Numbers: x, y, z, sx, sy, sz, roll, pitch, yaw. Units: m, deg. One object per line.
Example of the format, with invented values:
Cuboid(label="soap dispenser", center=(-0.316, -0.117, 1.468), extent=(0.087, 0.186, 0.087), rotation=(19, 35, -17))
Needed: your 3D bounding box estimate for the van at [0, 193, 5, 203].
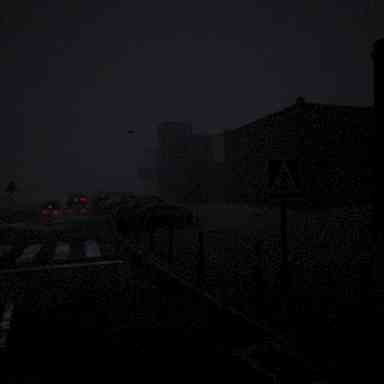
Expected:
Cuboid(label="van", center=(-37.088, 1.238, 60.159), extent=(4.442, 1.987, 1.878), rotation=(-1, 0, -19))

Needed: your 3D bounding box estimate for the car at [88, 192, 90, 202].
Cuboid(label="car", center=(-13.926, 0.987, 54.520), extent=(5.566, 2.045, 2.435), rotation=(-1, 1, -19))

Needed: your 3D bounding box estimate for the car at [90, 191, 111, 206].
Cuboid(label="car", center=(-9.436, 1.071, 41.369), extent=(5.566, 2.045, 2.435), rotation=(-1, 1, -19))

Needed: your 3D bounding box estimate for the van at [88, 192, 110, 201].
Cuboid(label="van", center=(-20.347, 0.944, 72.884), extent=(4.442, 1.987, 1.878), rotation=(-1, 0, -19))

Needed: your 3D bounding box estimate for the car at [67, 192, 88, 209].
Cuboid(label="car", center=(-15.565, 1.089, 44.785), extent=(2.150, 2.045, 5.566), rotation=(-1, 0, -18))

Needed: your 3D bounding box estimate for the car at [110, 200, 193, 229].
Cuboid(label="car", center=(-2.344, 1.453, 20.423), extent=(4.792, 1.488, 2.163), rotation=(-1, 0, -19))

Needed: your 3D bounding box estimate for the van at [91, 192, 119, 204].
Cuboid(label="van", center=(-14.961, 1.000, 57.105), extent=(4.442, 1.987, 1.878), rotation=(-1, 0, -19))

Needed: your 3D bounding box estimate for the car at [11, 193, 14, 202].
Cuboid(label="car", center=(-39.828, 1.449, 67.833), extent=(4.892, 1.521, 2.231), rotation=(-1, 0, -19))

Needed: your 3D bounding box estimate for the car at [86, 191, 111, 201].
Cuboid(label="car", center=(-22.059, 0.907, 78.172), extent=(5.566, 2.045, 2.435), rotation=(-1, 0, -19))

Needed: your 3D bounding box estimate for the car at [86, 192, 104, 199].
Cuboid(label="car", center=(-26.548, 1.028, 91.324), extent=(4.553, 1.767, 2.185), rotation=(-1, 0, -19))

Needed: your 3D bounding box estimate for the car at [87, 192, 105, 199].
Cuboid(label="car", center=(-25.650, 1.027, 88.693), extent=(4.553, 1.767, 2.185), rotation=(-1, 0, -19))

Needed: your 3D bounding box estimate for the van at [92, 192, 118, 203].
Cuboid(label="van", center=(-15.637, 0.986, 59.809), extent=(4.442, 1.987, 1.878), rotation=(-1, 0, -19))

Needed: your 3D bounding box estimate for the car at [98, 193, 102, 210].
Cuboid(label="car", center=(-6.740, 1.252, 33.482), extent=(4.553, 1.767, 2.185), rotation=(-1, 1, -19))

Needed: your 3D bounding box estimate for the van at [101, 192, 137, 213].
Cuboid(label="van", center=(-5.124, 1.185, 28.289), extent=(4.442, 1.987, 1.878), rotation=(-1, 1, -19))

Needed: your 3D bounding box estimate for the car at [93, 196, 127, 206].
Cuboid(label="car", center=(-12.178, 1.309, 49.314), extent=(4.674, 1.452, 2.002), rotation=(-1, 1, -19))

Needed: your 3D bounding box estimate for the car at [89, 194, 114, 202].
Cuboid(label="car", center=(-18.445, 1.184, 67.661), extent=(4.892, 1.521, 2.231), rotation=(-1, 0, -19))

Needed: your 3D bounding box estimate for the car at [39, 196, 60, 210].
Cuboid(label="car", center=(-18.002, 1.518, 42.640), extent=(1.895, 1.301, 4.718), rotation=(-1, 1, -18))

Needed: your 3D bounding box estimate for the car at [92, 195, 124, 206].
Cuboid(label="car", center=(-13.055, 1.293, 51.883), extent=(4.674, 1.452, 2.002), rotation=(-1, 1, -19))

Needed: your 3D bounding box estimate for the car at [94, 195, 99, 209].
Cuboid(label="car", center=(-7.711, 1.359, 36.220), extent=(5.008, 1.535, 2.097), rotation=(-1, 1, -19))

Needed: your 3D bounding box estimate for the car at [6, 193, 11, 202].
Cuboid(label="car", center=(-39.118, 1.453, 65.164), extent=(5.366, 1.575, 1.946), rotation=(-1, 0, -19))

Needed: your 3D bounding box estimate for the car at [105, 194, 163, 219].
Cuboid(label="car", center=(-4.044, 1.292, 25.585), extent=(4.553, 1.767, 2.185), rotation=(-1, 0, -19))

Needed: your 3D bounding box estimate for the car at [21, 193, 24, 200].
Cuboid(label="car", center=(-43.435, 1.190, 78.256), extent=(5.566, 2.045, 2.435), rotation=(-1, 0, -19))

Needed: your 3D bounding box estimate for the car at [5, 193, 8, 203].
Cuboid(label="car", center=(-38.046, 1.499, 62.615), extent=(4.674, 1.452, 2.002), rotation=(-1, 0, -19))

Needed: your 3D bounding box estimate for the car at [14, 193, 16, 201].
Cuboid(label="car", center=(-40.755, 1.475, 70.432), extent=(4.792, 1.488, 2.163), rotation=(-1, 0, -19))

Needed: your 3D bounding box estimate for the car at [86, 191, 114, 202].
Cuboid(label="car", center=(-19.366, 0.923, 70.284), extent=(5.566, 2.045, 2.435), rotation=(-1, 0, -19))

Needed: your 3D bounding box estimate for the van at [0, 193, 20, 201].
Cuboid(label="van", center=(-44.411, 1.218, 80.837), extent=(4.442, 1.987, 1.878), rotation=(-1, 0, -19))

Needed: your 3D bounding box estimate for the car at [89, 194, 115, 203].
Cuboid(label="car", center=(-17.569, 1.221, 65.024), extent=(4.792, 1.488, 2.163), rotation=(-1, 0, -19))

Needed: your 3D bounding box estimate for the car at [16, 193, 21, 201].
Cuboid(label="car", center=(-42.518, 1.441, 75.657), extent=(5.008, 1.535, 2.097), rotation=(-1, 0, -19))

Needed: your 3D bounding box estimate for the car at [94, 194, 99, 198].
Cuboid(label="car", center=(-8.557, 1.342, 38.736), extent=(4.892, 1.521, 2.231), rotation=(-1, 1, -19))
